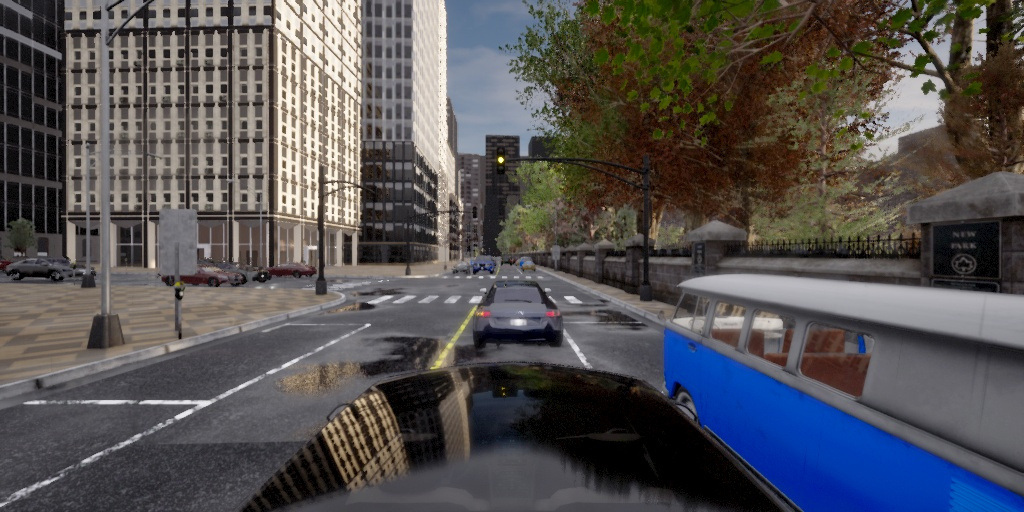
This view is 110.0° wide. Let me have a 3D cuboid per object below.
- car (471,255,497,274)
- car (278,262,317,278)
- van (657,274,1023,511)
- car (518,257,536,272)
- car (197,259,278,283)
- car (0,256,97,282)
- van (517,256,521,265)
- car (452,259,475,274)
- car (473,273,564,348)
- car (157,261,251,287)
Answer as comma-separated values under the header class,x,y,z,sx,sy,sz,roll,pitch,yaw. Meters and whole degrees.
class,x,y,z,sx,sy,sz,roll,pitch,yaw
car,-3.168,0.949,40.739,2.150,2.045,5.566,0,0,0
car,-18.085,1.120,29.139,4.207,1.307,1.802,0,0,4
van,2.568,1.090,2.674,1.690,1.789,3.998,0,0,0
car,2.131,1.248,46.392,1.751,1.417,4.829,0,0,-1
car,-18.277,1.117,23.574,4.181,1.385,1.994,1,0,4
car,-31.189,0.898,24.371,4.902,1.511,2.128,1,0,3
van,2.008,1.059,51.766,1.690,1.789,3.998,0,0,-1
car,-5.631,1.279,40.341,2.007,1.370,4.403,0,0,-1
car,0.101,1.311,9.254,1.994,1.385,4.181,0,0,-1
car,-18.151,1.144,21.026,4.207,1.307,1.802,0,0,4
